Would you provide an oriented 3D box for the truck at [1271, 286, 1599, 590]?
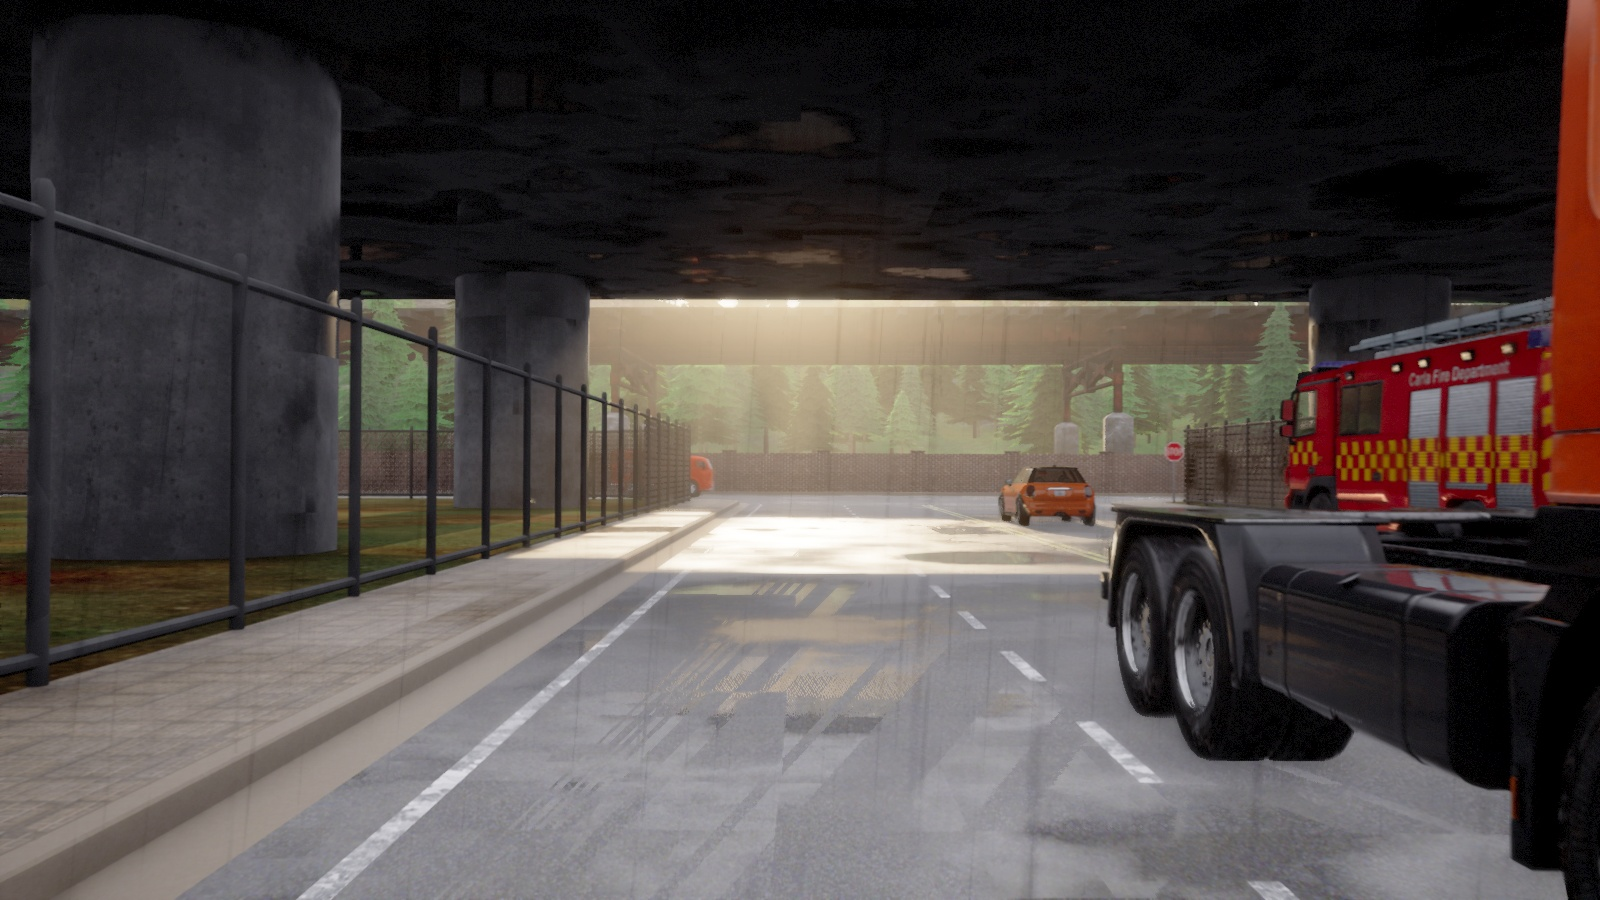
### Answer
[{"bbox_3d":[10.559,-0.101,20.059,2.891,3.827,8.468,0,-1,0],"label":"truck"}]

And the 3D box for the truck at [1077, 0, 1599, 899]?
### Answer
[{"bbox_3d":[3.508,-0.104,5.295,2.891,3.462,7.936,0,-1,0],"label":"truck"}]

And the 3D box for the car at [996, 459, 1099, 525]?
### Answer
[{"bbox_3d":[7.080,1.177,36.427,2.097,1.767,4.553,0,-1,0],"label":"car"}]

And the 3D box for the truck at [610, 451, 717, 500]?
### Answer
[{"bbox_3d":[-6.971,1.301,64.490,5.204,2.467,2.627,0,-1,0],"label":"truck"}]
